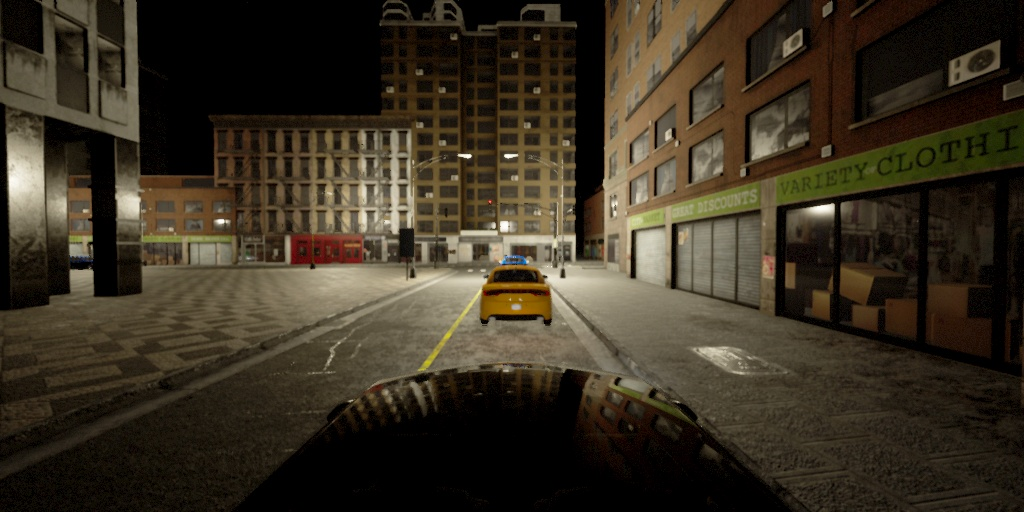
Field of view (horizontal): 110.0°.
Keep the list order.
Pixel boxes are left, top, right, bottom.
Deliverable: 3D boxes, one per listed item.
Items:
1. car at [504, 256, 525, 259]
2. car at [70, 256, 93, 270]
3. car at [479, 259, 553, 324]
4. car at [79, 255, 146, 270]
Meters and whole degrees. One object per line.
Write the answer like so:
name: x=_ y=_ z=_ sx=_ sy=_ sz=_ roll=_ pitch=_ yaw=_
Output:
car: x=0.141 y=0.723 z=24.031 sx=1.882 sy=1.535 sz=5.008 roll=0 pitch=1 yaw=0
car: x=-43.165 y=0.739 z=36.243 sx=5.008 sy=1.535 sz=1.882 roll=-1 pitch=1 yaw=0
car: x=0.113 y=1.020 z=10.982 sx=1.882 sy=1.535 sz=5.008 roll=0 pitch=1 yaw=0
car: x=-43.741 y=0.693 z=39.344 sx=4.902 sy=1.511 sz=2.128 roll=-1 pitch=1 yaw=0
